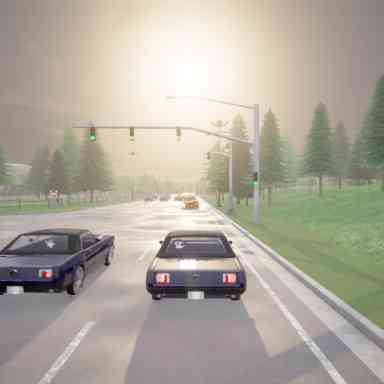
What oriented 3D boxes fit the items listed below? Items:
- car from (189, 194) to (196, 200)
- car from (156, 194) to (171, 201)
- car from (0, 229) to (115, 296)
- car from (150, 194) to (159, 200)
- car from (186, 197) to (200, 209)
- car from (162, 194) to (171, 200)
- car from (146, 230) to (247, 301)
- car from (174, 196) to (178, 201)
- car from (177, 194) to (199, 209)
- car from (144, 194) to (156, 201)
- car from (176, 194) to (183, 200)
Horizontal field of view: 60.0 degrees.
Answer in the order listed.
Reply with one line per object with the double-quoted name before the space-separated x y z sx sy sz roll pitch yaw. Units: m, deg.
"car" 0.181 1.372 91.008 2.033 1.411 5.357 0 0 0
"car" -6.840 1.531 80.602 2.033 1.411 5.357 0 0 0
"car" -3.384 1.601 8.633 1.895 1.301 4.718 0 0 0
"car" -10.319 1.332 91.029 1.837 1.490 4.892 0 0 0
"car" 0.097 1.591 49.966 2.033 1.411 5.357 0 2 0
"car" -6.819 1.372 91.022 2.033 1.411 5.357 0 0 0
"car" 0.096 1.601 8.301 1.895 1.301 4.718 0 0 0
"car" -3.339 1.545 81.012 1.994 1.385 4.181 0 0 0
"car" -0.342 1.057 46.583 1.882 1.535 5.008 -11 16 -7
"car" -10.340 1.531 80.609 2.033 1.411 5.357 0 0 0
"car" -3.319 1.357 91.015 1.812 1.442 4.674 0 0 0
